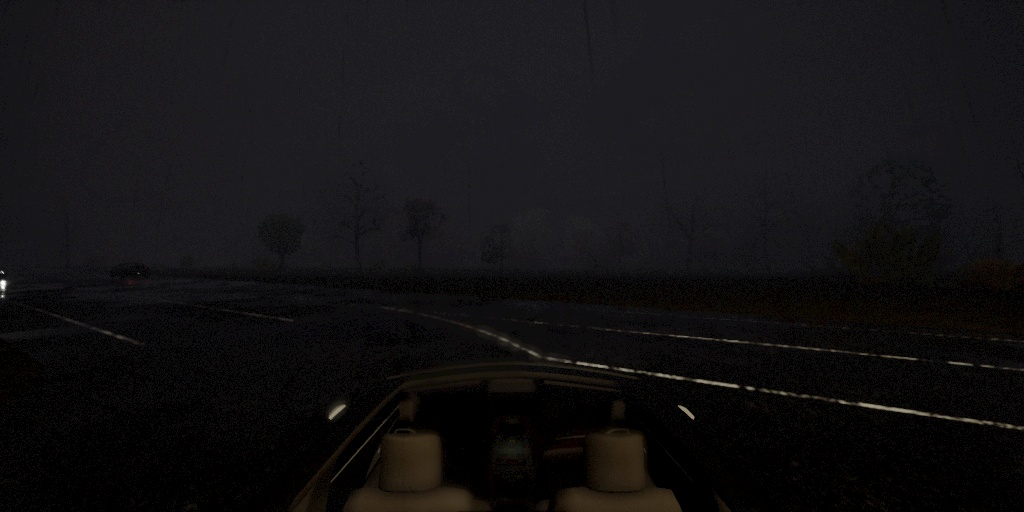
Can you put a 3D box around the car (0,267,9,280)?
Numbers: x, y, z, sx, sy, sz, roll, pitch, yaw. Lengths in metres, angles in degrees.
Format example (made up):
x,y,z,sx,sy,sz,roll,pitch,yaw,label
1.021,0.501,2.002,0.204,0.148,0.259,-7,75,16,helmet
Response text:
x,y,z,sx,sy,sz,roll,pitch,yaw,label
-46.694,1.415,31.778,4.674,1.442,1.812,0,0,29,car

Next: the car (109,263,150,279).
x,y,z,sx,sy,sz,roll,pitch,yaw,label
-36.494,1.372,34.186,4.902,1.511,2.128,0,0,29,car
